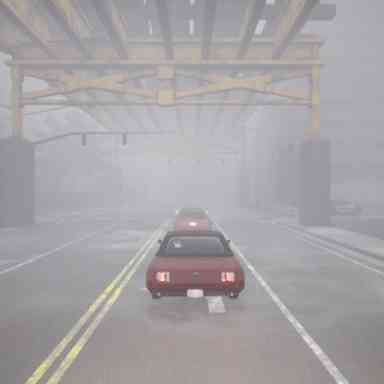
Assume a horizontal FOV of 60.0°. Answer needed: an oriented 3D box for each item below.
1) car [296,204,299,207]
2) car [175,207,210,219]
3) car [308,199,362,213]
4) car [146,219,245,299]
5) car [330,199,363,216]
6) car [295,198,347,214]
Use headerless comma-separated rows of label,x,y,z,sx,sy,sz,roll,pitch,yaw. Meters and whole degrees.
car,13.465,1.249,34.665,4.536,1.218,1.853,0,0,25
car,0.011,1.542,18.374,1.994,1.385,4.181,0,0,-1
car,13.161,1.255,30.545,4.536,1.218,1.853,0,0,-20
car,0.056,1.597,8.414,1.895,1.301,4.718,0,0,0
car,13.112,1.413,30.527,4.974,1.542,2.038,0,0,-20
car,13.417,1.406,34.687,4.974,1.542,2.038,0,0,25
